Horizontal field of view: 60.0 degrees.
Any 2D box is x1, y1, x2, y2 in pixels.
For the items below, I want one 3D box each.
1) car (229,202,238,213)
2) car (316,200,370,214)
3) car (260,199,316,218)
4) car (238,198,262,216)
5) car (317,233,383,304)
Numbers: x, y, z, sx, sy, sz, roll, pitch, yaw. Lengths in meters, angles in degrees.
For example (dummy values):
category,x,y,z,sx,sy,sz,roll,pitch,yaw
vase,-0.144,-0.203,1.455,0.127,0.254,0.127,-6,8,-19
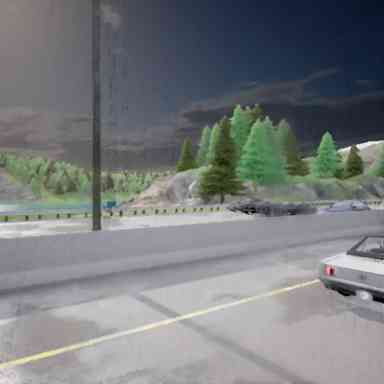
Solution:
category,x,y,z,sx,sy,sz,roll,pitch,yaw
car,5.913,1.351,33.990,4.892,1.490,1.837,0,0,-35
car,11.779,1.374,25.275,4.674,1.442,1.812,0,0,-36
car,8.011,1.462,26.899,4.718,1.301,1.895,0,0,-35
car,6.848,1.455,30.368,4.718,1.301,1.895,0,0,-35
car,4.892,1.550,7.237,4.718,1.301,1.895,0,0,-36
